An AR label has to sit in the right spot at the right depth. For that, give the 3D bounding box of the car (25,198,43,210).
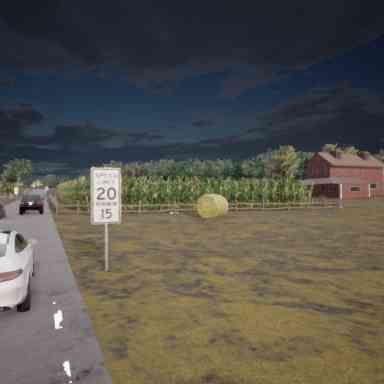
[{"bbox_3d":[-21.175,1.594,44.625,2.033,1.411,5.357,0,0,-24],"label":"car"}]

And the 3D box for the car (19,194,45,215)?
[{"bbox_3d":[-16.930,1.265,35.230,2.150,2.045,5.566,0,0,-23],"label":"car"}]

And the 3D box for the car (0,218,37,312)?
[{"bbox_3d":[-4.441,1.534,7.158,1.812,1.442,4.674,0,0,-24],"label":"car"}]

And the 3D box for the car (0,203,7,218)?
[{"bbox_3d":[-16.933,1.575,28.184,1.812,1.442,4.674,0,0,-24],"label":"car"}]
